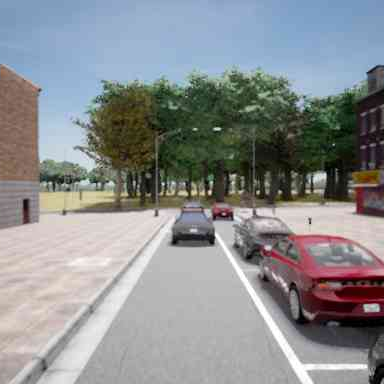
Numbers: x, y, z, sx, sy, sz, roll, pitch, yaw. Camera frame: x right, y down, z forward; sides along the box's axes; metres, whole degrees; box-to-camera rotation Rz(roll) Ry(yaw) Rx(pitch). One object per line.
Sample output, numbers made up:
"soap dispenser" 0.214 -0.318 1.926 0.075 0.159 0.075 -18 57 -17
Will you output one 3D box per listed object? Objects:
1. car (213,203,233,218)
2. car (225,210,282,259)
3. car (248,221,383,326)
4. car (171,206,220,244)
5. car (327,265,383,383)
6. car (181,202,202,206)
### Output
"car" 2.545 1.612 28.695 1.887 1.381 4.507 -1 0 0
"car" 2.590 1.577 12.476 2.008 1.369 4.403 -1 0 0
"car" 2.605 1.559 7.070 1.887 1.381 4.507 -1 0 0
"car" 0.055 1.597 16.054 1.994 1.385 4.181 0 0 0
"car" 2.620 1.554 1.663 2.008 1.369 4.403 -1 0 0
"car" 0.064 1.557 28.347 2.128 1.511 4.902 0 0 1
